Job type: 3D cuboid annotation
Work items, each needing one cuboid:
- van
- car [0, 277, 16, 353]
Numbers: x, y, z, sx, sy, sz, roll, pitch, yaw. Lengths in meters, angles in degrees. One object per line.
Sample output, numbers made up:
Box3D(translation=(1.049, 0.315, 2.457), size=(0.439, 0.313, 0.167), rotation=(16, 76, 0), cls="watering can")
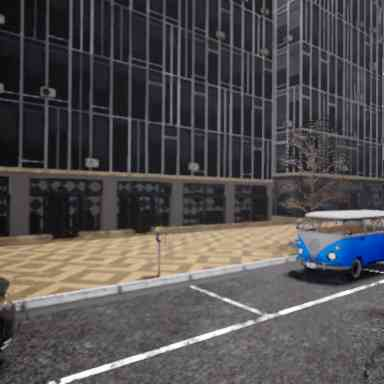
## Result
Box3D(translation=(4.891, 1.463, 10.146), size=(3.998, 1.788, 1.690), rotation=(1, -1, -36), cls="van")
Box3D(translation=(-4.316, 1.545, 3.446), size=(4.403, 1.369, 2.008), rotation=(1, -1, -36), cls="car")
